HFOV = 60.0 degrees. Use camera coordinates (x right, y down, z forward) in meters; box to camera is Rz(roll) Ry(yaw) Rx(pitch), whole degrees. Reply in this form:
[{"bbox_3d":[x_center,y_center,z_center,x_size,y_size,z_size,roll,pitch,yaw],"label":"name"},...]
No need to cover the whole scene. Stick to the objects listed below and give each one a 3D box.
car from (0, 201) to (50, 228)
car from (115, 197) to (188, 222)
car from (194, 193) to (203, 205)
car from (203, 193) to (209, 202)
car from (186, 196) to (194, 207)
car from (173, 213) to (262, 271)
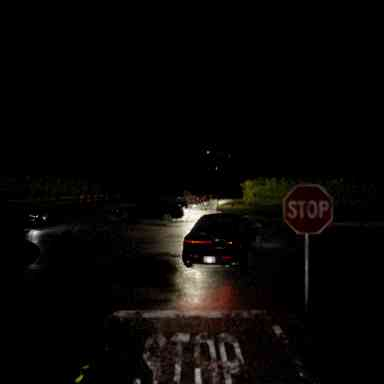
[{"bbox_3d":[-11.158,1.310,20.369,4.892,1.490,1.837,0,-1,12],"label":"car"},{"bbox_3d":[-3.056,1.326,24.024,5.008,1.535,1.882,0,0,4],"label":"car"},{"bbox_3d":[0.045,1.271,53.248,1.994,1.385,4.181,0,0,9],"label":"car"},{"bbox_3d":[2.004,1.017,63.339,2.097,1.767,4.553,0,0,12],"label":"car"},{"bbox_3d":[-1.331,1.358,43.356,1.895,1.301,4.718,0,0,6],"label":"car"},{"bbox_3d":[1.113,1.442,10.840,1.837,1.490,4.892,-1,1,16],"label":"car"}]
